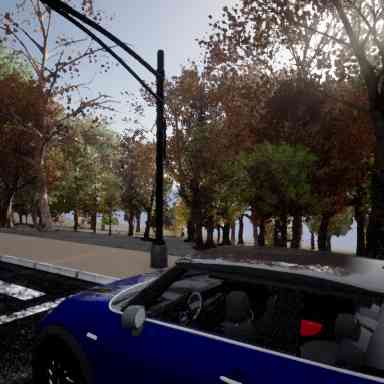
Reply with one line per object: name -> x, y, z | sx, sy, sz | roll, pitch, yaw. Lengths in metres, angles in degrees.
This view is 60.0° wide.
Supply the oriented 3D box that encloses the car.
car -> 0.418, 1.352, 3.358 | 4.553, 1.767, 2.097 | 0, 0, 34
